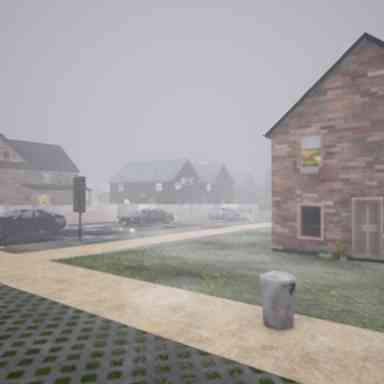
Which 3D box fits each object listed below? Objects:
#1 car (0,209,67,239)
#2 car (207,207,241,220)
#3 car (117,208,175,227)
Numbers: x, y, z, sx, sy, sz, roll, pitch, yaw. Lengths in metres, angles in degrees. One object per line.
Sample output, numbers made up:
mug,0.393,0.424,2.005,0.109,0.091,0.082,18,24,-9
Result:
car,-9.622,1.746,19.034,2.128,1.511,4.902,0,-2,35
car,3.670,2.427,37.917,1.895,1.301,4.718,0,-2,35
car,-3.624,2.054,27.568,2.033,1.411,5.357,0,-2,35
